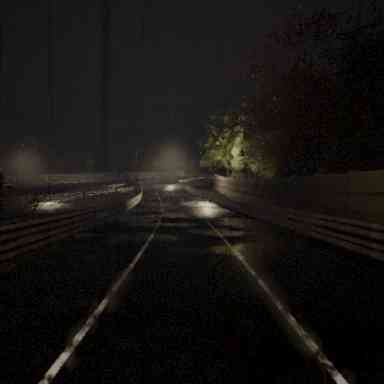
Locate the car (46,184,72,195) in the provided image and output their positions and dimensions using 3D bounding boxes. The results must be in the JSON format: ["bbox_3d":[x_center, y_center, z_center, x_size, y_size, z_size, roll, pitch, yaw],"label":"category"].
[{"bbox_3d":[-26.351,-0.496,65.937,2.150,2.045,5.566,1,4,18],"label":"car"}]

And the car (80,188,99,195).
[{"bbox_3d":[-19.653,-0.057,63.917,1.994,1.385,4.181,1,4,18],"label":"car"}]

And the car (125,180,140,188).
[{"bbox_3d":[-15.689,-2.050,87.705,2.150,2.045,5.566,1,4,18],"label":"car"}]
